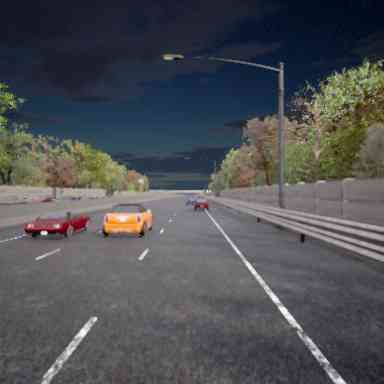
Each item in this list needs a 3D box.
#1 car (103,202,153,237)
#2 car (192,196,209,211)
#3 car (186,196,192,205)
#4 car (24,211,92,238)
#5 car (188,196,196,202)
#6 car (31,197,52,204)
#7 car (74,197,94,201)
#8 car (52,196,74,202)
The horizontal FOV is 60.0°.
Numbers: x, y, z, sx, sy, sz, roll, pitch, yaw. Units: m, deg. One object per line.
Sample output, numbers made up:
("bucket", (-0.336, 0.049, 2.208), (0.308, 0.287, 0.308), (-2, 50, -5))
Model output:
("car", (-3.400, 1.389, 18.442), (2.097, 1.767, 4.553), (0, 0, 0))
("car", (1.229, 1.579, 43.155), (1.882, 1.535, 5.008), (0, 0, 0))
("car", (0.006, 1.518, 61.906), (2.097, 1.767, 4.553), (0, 0, 0))
("car", (-6.899, 1.637, 17.754), (1.895, 1.301, 4.718), (0, 0, 0))
("car", (0.008, 1.778, 81.899), (2.033, 1.411, 5.357), (0, 0, 0))
("car", (-24.535, 1.619, 54.490), (1.882, 1.535, 5.008), (0, 0, 1))
("car", (-17.539, 1.648, 55.636), (1.837, 1.490, 4.892), (0, 0, 1))
("car", (-21.035, 1.497, 55.606), (2.097, 1.767, 4.553), (0, 0, 1))
